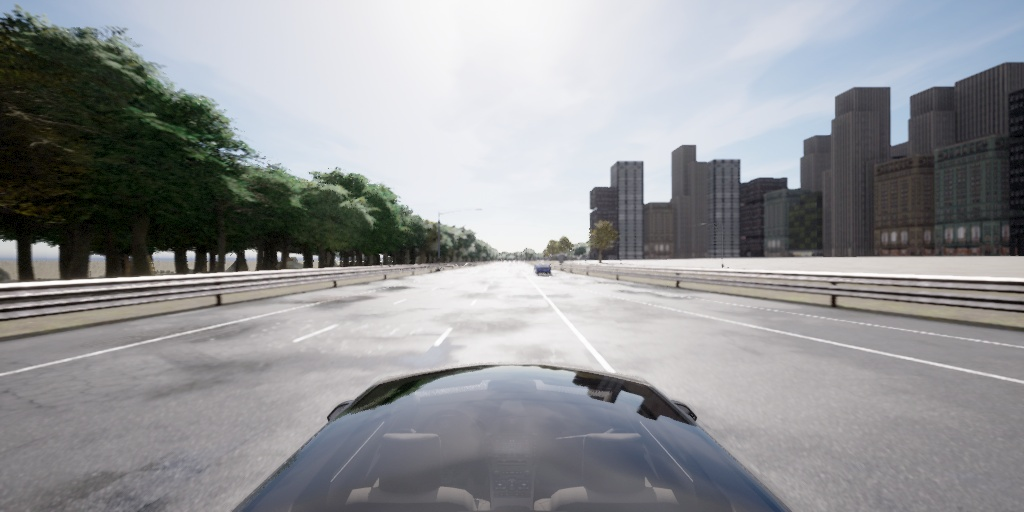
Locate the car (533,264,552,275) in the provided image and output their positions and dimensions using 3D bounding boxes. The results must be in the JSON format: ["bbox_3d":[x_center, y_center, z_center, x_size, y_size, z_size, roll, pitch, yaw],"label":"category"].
[{"bbox_3d":[3.957,1.722,47.083,1.882,1.535,5.008,0,-1,-3],"label":"car"}]
